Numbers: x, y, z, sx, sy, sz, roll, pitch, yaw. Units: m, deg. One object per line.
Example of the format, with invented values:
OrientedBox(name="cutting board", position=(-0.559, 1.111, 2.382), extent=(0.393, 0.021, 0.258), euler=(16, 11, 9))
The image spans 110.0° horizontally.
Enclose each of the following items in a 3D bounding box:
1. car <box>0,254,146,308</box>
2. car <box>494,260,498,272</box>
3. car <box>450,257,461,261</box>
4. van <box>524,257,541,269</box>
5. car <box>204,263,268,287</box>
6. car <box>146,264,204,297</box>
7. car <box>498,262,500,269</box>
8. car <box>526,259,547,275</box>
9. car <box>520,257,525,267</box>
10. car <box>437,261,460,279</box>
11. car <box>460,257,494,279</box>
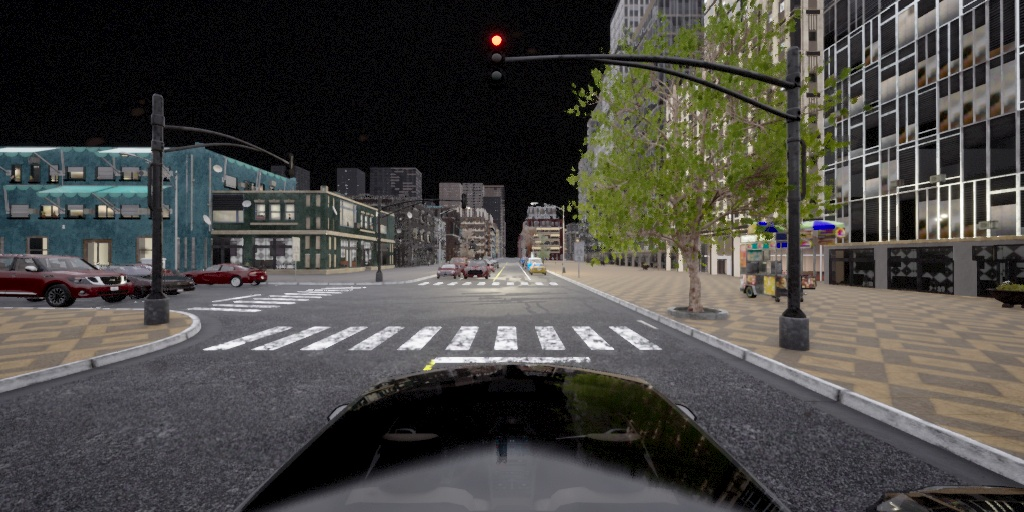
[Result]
OrientedBox(name="car", position=(-17.147, 0.850, 13.147), extent=(5.009, 1.841, 2.192), euler=(0, 0, -1))
OrientedBox(name="car", position=(-3.060, 1.317, 42.924), extent=(1.994, 1.385, 4.181), euler=(0, 0, 0))
OrientedBox(name="car", position=(-5.654, 1.067, 38.075), extent=(2.192, 1.841, 5.009), euler=(0, 0, 0))
OrientedBox(name="van", position=(2.732, 1.094, 43.621), extent=(1.690, 1.789, 3.998), euler=(0, 0, 0))
OrientedBox(name="car", position=(-17.257, 1.121, 21.527), extent=(4.507, 1.381, 1.888), euler=(0, 0, -1))
OrientedBox(name="car", position=(-17.229, 1.095, 15.740), extent=(5.357, 1.411, 2.033), euler=(1, 0, -1))
OrientedBox(name="car", position=(-3.027, 1.281, 56.362), extent=(1.812, 1.442, 4.674), euler=(0, 0, 0))
OrientedBox(name="car", position=(2.727, 1.278, 38.239), extent=(1.751, 1.417, 4.829), euler=(0, 0, 0))
OrientedBox(name="car", position=(2.742, 1.305, 54.723), extent=(2.007, 1.370, 4.403), euler=(0, 0, 0))
OrientedBox(name="car", position=(-5.659, 1.334, 32.524), extent=(1.802, 1.307, 4.207), euler=(0, 0, 0))
OrientedBox(name="car", position=(-3.069, 1.104, 32.220), extent=(2.097, 1.767, 4.553), euler=(0, 0, 0))
